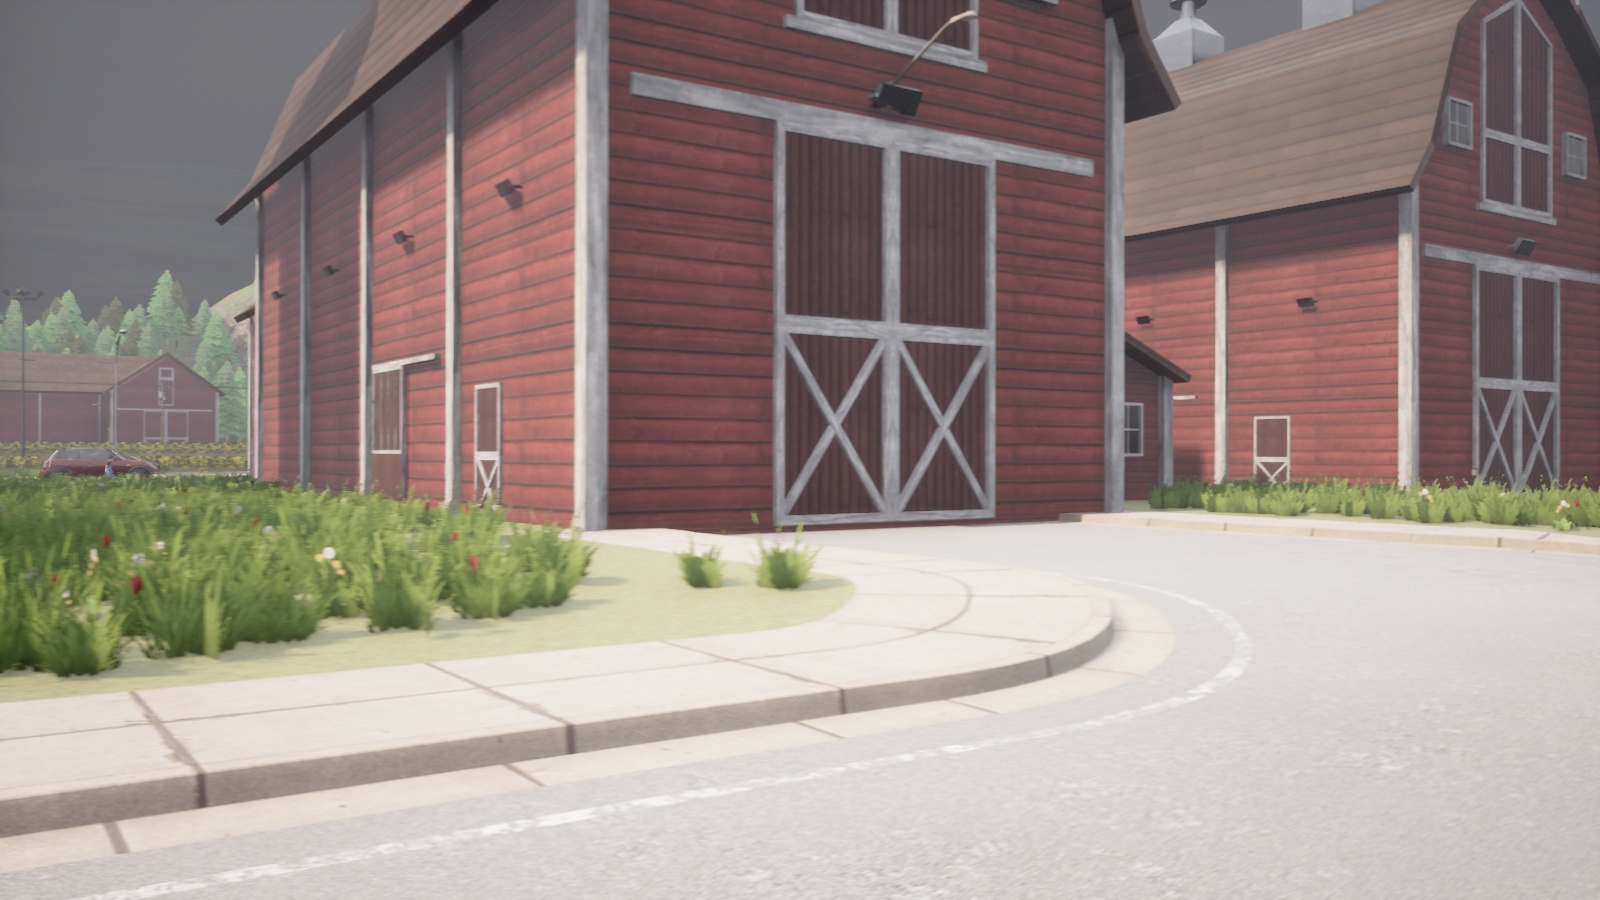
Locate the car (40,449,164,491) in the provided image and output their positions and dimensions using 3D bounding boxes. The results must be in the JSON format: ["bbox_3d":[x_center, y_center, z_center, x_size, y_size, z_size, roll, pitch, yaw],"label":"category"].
[{"bbox_3d":[-30.473,0.829,54.835,4.553,1.767,2.097,0,0,-35],"label":"car"}]
